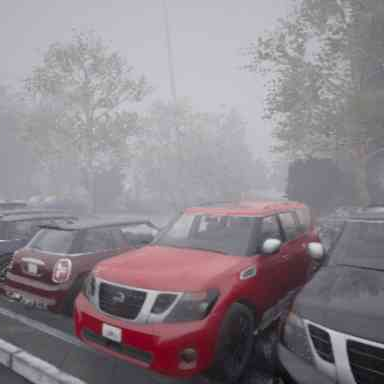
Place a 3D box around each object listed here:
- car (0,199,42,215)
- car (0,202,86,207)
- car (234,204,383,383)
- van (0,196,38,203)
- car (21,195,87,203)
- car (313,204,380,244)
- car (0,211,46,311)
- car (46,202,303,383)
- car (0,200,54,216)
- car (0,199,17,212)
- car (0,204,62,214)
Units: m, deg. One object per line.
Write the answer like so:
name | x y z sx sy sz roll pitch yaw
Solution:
car | -19.283 1.590 36.273 2.097 1.535 5.008 0 0 35
car | -6.124 1.384 10.918 2.185 1.767 4.553 0 0 35
car | 2.981 1.226 4.374 2.435 2.045 5.566 0 0 35
van | -8.495 1.292 12.422 1.878 1.987 4.442 0 0 35
car | -12.589 1.309 31.487 2.435 2.045 5.566 0 0 35
car | 7.991 1.489 16.902 2.231 1.521 4.892 0 0 35
car | -1.590 1.368 7.619 2.185 1.767 4.553 0 0 35
car | 0.696 1.235 5.998 2.435 2.045 5.566 0 0 35
car | -17.112 1.619 34.734 2.002 1.452 4.674 0 0 35
car | -23.803 1.648 39.527 2.163 1.488 4.792 0 0 35
car | -3.875 1.376 9.243 2.185 1.767 4.553 0 0 35
